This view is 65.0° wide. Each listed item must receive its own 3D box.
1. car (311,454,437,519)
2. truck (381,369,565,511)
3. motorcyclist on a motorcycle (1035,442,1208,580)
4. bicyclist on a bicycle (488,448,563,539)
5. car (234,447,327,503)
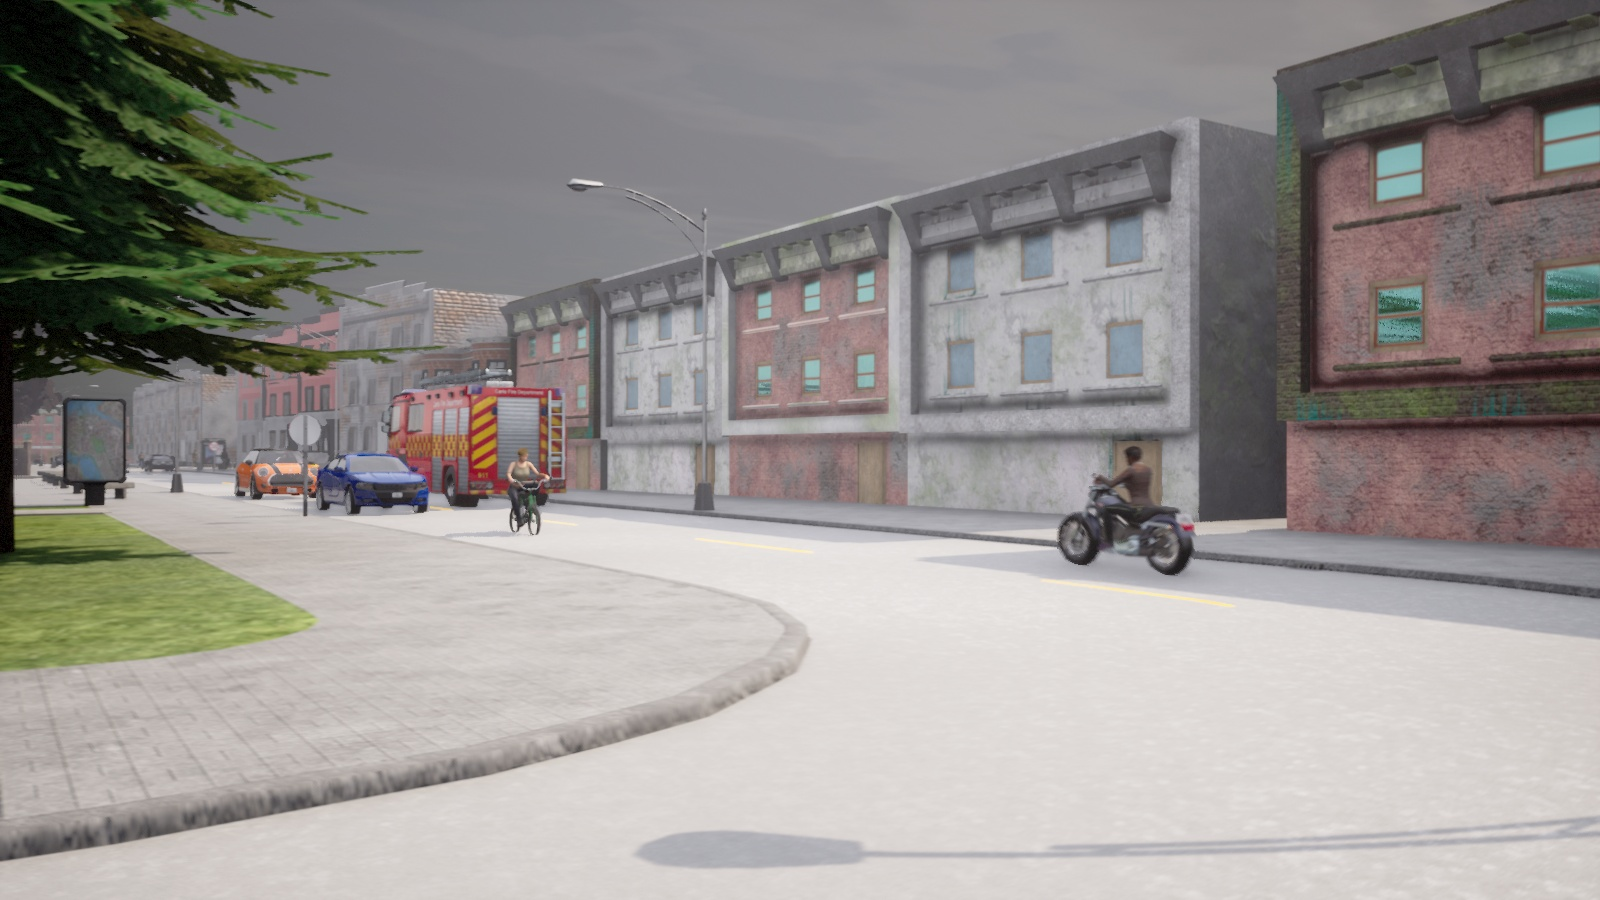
[{"bbox_3d":[-11.012,0.866,32.208,1.882,1.535,5.008,0,0,-33],"label":"car"},{"bbox_3d":[-10.155,-0.258,38.218,2.891,3.827,8.468,0,0,-33],"label":"truck"},{"bbox_3d":[4.097,0.739,16.240,0.766,1.649,2.350,-1,0,-28],"label":"motorcyclist on a motorcycle"},{"bbox_3d":[-5.053,0.776,23.065,0.866,1.612,1.509,0,0,-33],"label":"bicyclist on a bicycle"},{"bbox_3d":[-17.490,0.800,42.150,2.097,1.767,4.553,0,0,-33],"label":"car"}]
